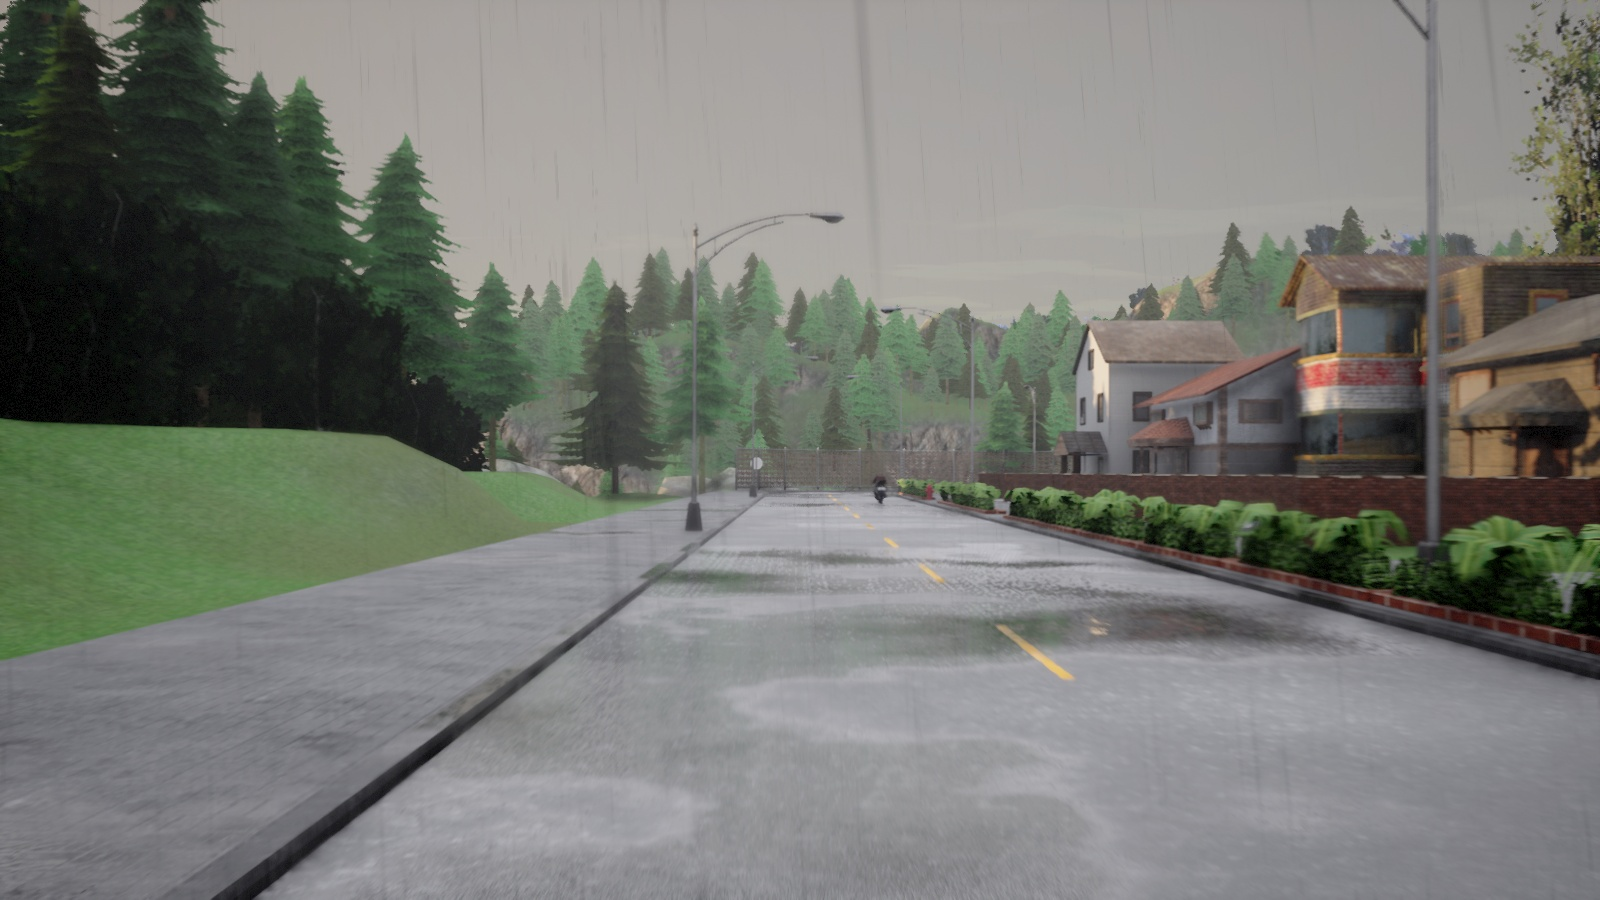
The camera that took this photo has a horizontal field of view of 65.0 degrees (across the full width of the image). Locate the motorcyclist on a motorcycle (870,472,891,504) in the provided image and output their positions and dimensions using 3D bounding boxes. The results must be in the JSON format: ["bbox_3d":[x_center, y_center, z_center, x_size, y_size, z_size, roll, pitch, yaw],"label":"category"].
[{"bbox_3d":[3.910,1.857,61.353,0.866,1.530,2.191,0,-1,0],"label":"motorcyclist on a motorcycle"}]
